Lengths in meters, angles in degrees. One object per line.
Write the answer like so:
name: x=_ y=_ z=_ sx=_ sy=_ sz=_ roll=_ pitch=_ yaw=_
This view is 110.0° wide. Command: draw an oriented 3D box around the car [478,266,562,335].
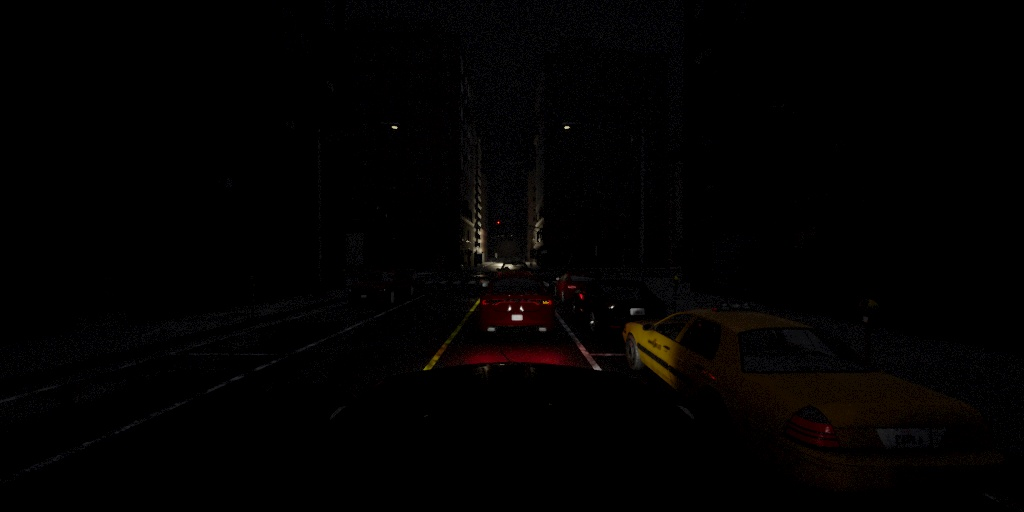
car: x=0.118 y=1.225 z=10.488 sx=1.882 sy=1.535 sz=5.008 roll=0 pitch=0 yaw=0

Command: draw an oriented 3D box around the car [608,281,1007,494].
car: x=2.880 y=1.274 z=4.889 sx=1.751 sy=1.417 sz=4.829 roll=0 pitch=0 yaw=0

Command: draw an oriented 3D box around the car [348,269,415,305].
car: x=-5.636 y=1.291 z=15.911 sx=1.888 sy=1.381 sz=4.507 roll=0 pitch=0 yaw=0

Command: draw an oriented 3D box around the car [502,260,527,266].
car: x=0.145 y=1.096 z=20.817 sx=2.097 sy=1.767 sz=4.553 roll=0 pitch=0 yaw=0

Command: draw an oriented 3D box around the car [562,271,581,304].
car: x=2.910 y=1.327 z=15.891 sx=1.802 sy=1.307 sz=4.207 roll=0 pitch=0 yaw=0

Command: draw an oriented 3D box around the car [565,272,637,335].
car: x=2.895 y=1.313 z=10.305 sx=1.948 sy=1.339 sz=4.313 roll=0 pitch=0 yaw=0
